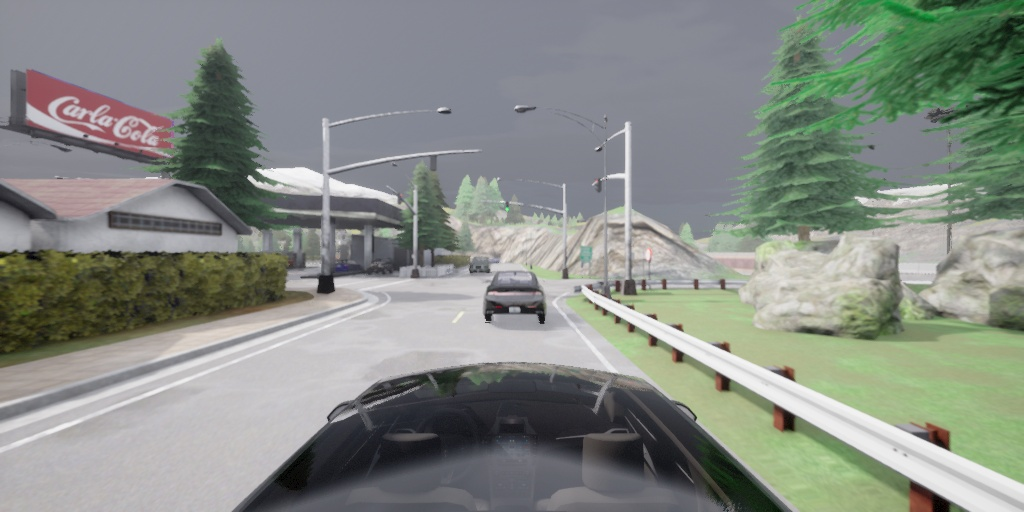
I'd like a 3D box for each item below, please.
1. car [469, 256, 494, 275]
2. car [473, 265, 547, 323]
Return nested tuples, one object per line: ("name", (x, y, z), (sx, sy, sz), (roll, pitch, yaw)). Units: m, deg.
("car", (-3.484, 1.078, 39.851), (2.150, 2.045, 5.566), (0, 1, 0))
("car", (0.112, 1.239, 12.113), (2.128, 1.511, 4.902), (0, 0, 1))
